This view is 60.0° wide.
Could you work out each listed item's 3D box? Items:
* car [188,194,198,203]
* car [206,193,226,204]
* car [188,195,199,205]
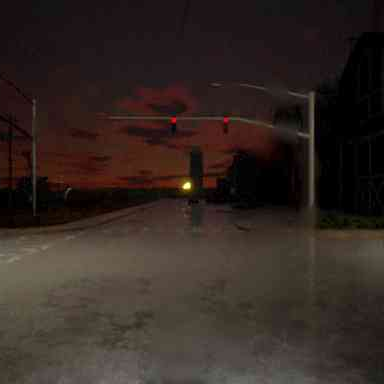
[{"bbox_3d":[0.193,1.350,67.455,2.097,1.767,4.553,0,0,0],"label":"car"},{"bbox_3d":[4.334,1.142,60.016,1.905,1.878,3.866,-8,3,-42],"label":"car"},{"bbox_3d":[0.207,1.494,57.715,2.033,1.411,5.357,0,-1,1],"label":"car"}]
